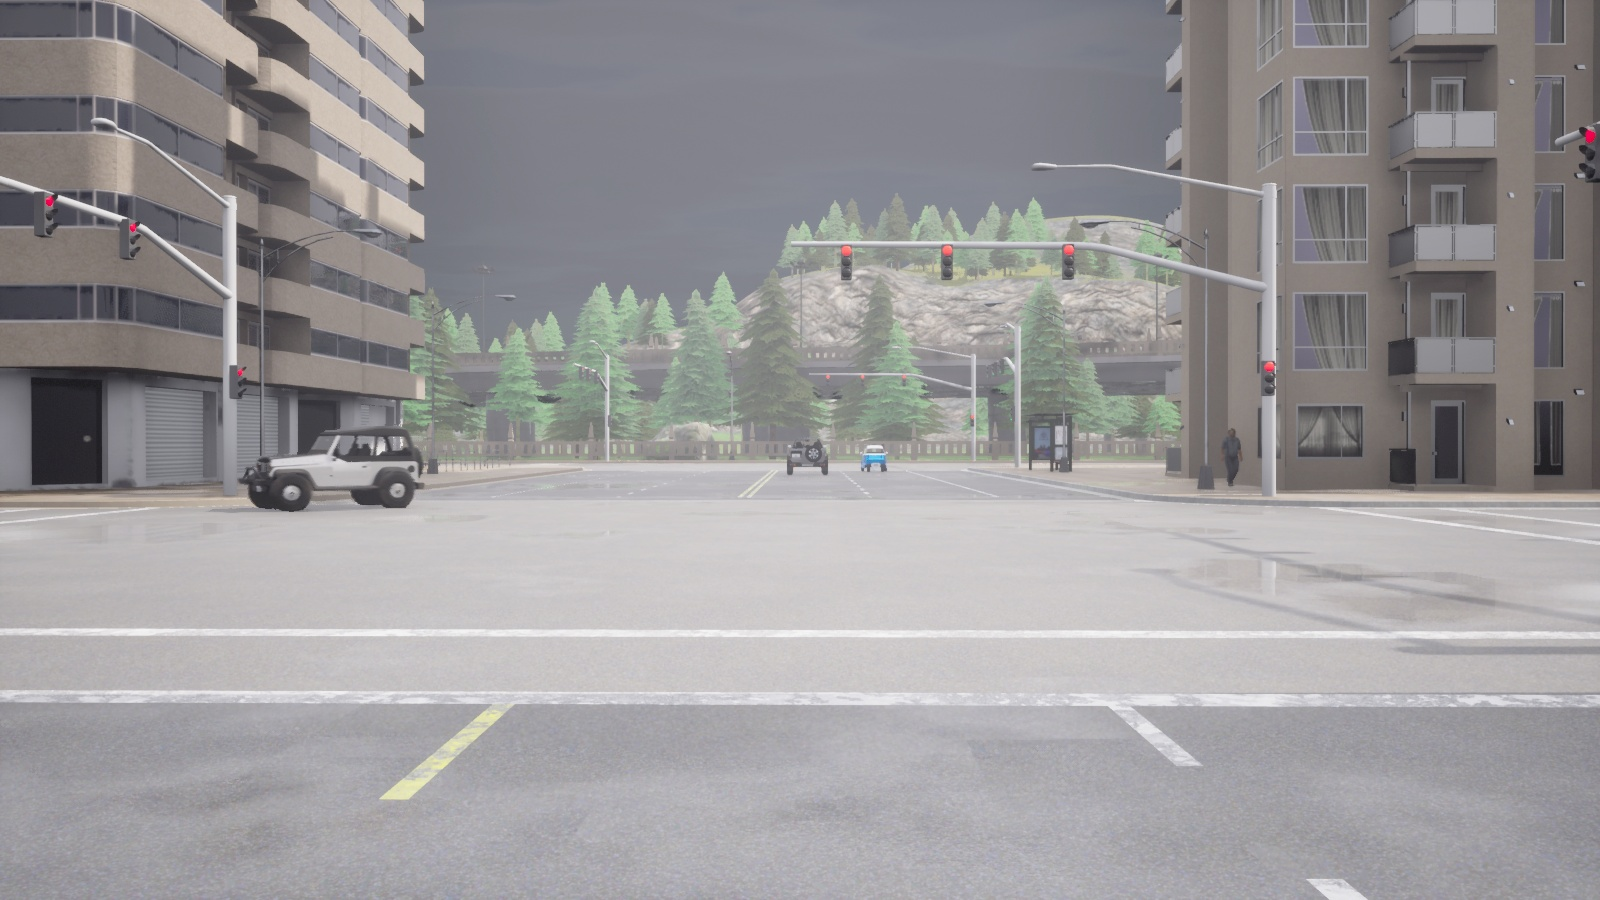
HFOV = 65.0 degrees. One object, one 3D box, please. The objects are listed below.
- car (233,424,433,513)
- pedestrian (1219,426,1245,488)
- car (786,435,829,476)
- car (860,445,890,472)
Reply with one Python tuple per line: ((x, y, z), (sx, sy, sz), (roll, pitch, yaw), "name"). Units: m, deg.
((-10.584, 0.373, 28.554), (3.866, 1.878, 1.905), (0, 1, -39), "car")
((12.845, 0.204, 37.371), (0.540, 1.848, 0.694), (0, 0, 0), "pedestrian")
((0.350, 0.229, 59.258), (1.932, 1.855, 4.605), (0, 0, 0), "car")
((3.885, 0.436, 65.278), (1.481, 1.376, 2.207), (0, 1, 1), "car")
